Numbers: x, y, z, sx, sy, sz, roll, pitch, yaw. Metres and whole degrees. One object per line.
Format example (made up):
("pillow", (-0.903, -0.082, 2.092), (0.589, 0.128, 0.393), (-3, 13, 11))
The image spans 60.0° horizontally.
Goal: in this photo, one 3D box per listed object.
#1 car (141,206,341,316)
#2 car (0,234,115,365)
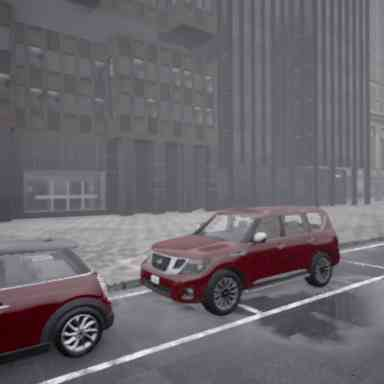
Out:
("car", (1.366, 1.283, 7.622), (5.009, 1.841, 2.192), (0, 0, -35))
("car", (-3.229, 1.442, 4.349), (4.097, 1.590, 1.967), (0, 0, -35))
